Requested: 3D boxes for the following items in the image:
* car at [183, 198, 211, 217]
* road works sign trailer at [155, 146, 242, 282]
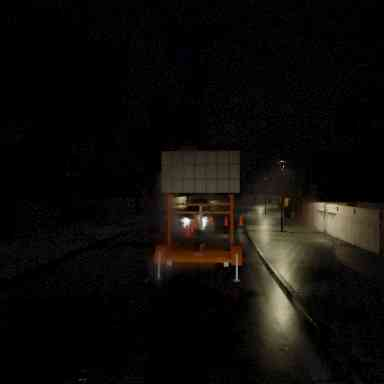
[{"bbox_3d":[0.560,1.405,31.931,2.097,1.767,4.553,0,0,11],"label":"car"},{"bbox_3d":[0.264,0.471,9.864,2.380,3.560,2.880,0,0,5],"label":"road works sign trailer"}]
